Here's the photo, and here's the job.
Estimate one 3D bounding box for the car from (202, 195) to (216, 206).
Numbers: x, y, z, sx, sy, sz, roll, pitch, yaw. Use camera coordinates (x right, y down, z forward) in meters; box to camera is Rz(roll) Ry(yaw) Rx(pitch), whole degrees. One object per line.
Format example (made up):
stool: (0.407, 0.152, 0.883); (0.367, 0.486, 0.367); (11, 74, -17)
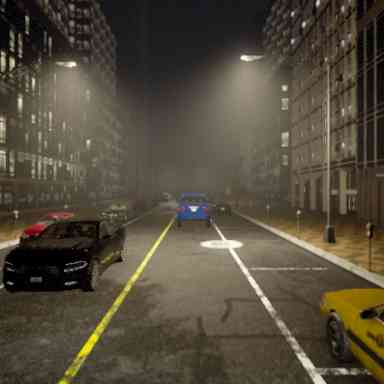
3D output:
car: (2.724, 1.328, 54.073); (1.967, 1.590, 4.097); (0, 0, 0)

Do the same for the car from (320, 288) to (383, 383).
car: (2.695, 1.520, 3.016); (1.752, 1.417, 4.829); (0, 0, 0)

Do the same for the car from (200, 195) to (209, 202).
car: (2.732, 1.370, 71.320); (1.752, 1.417, 4.829); (0, 0, 0)

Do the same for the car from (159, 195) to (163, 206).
car: (-5.661, 1.483, 48.401); (1.802, 1.307, 4.206); (0, 0, 0)

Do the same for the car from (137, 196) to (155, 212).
car: (-5.667, 1.472, 37.016); (1.887, 1.381, 4.507); (0, 0, 0)

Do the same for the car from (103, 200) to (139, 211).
car: (-5.674, 1.502, 25.632); (2.008, 1.369, 4.403); (0, 0, 0)

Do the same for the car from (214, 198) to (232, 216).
car: (2.710, 1.505, 31.307); (1.947, 1.339, 4.313); (0, 0, 0)

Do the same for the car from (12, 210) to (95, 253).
car: (-5.680, 1.556, 14.246); (1.802, 1.307, 4.206); (0, 0, 0)

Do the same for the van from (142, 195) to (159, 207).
van: (-5.663, 1.255, 42.709); (1.690, 1.788, 3.998); (0, 0, 0)

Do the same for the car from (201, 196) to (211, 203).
car: (2.729, 1.442, 65.458); (1.802, 1.307, 4.206); (0, 0, 0)

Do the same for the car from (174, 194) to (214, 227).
car: (0.113, 1.178, 22.792); (2.150, 2.045, 5.566); (0, 0, 0)

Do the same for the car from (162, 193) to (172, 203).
car: (-5.651, 1.300, 65.476); (1.967, 1.590, 4.097); (0, 0, 0)

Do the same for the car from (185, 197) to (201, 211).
car: (0.121, 1.423, 41.662); (1.837, 1.490, 4.892); (0, 0, 0)

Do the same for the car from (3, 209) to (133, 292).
car: (-3.096, 1.461, 9.095); (1.882, 1.535, 5.008); (0, 0, 0)
